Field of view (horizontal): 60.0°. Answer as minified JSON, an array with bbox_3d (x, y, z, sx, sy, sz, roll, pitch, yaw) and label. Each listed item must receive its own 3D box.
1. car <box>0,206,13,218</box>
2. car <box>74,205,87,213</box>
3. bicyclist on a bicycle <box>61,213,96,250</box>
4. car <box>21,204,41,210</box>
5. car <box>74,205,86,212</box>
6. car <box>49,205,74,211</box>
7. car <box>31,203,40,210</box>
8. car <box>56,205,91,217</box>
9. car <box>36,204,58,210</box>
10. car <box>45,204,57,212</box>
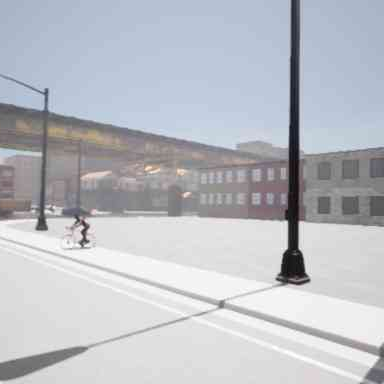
[{"bbox_3d":[-24.054,2.355,40.343,2.097,1.767,4.553,1,-2,14],"label":"car"},{"bbox_3d":[-23.143,3.542,69.019,2.038,1.542,4.974,2,-2,-13],"label":"car"},{"bbox_3d":[-5.041,1.760,14.850,1.656,1.620,0.582,3,-3,-44],"label":"bicyclist on a bicycle"},{"bbox_3d":[-39.693,3.683,82.239,2.038,1.542,4.974,1,-2,7],"label":"car"},{"bbox_3d":[-23.152,3.386,69.075,1.853,1.218,4.536,2,-2,-13],"label":"car"},{"bbox_3d":[-26.875,3.285,68.465,4.536,1.218,1.853,1,-2,17],"label":"car"},{"bbox_3d":[-39.695,3.524,82.194,1.853,1.218,4.536,1,-2,7],"label":"car"},{"bbox_3d":[-17.915,3.076,51.541,1.812,1.442,4.674,-1,-3,42],"label":"car"},{"bbox_3d":[-37.349,3.857,85.569,4.974,1.542,2.038,1,-2,12],"label":"car"},{"bbox_3d":[-26.828,3.443,68.444,4.974,1.542,2.038,1,-2,17],"label":"car"}]
